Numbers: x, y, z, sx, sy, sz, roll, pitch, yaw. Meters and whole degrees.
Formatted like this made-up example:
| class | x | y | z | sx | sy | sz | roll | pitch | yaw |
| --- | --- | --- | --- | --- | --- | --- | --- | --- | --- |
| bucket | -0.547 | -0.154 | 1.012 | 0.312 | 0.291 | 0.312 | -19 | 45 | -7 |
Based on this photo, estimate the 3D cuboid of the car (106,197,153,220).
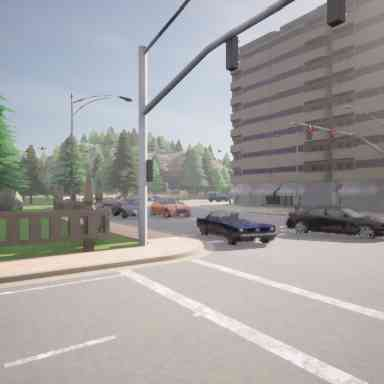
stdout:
| class | x | y | z | sx | sy | sz | roll | pitch | yaw |
| --- | --- | --- | --- | --- | --- | --- | --- | --- | --- |
| car | -5.355 | 1.436 | 27.921 | 2.128 | 1.511 | 4.902 | 0 | 0 | -28 |

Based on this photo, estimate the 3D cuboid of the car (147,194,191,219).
| class | x | y | z | sx | sy | sz | roll | pitch | yaw |
| --- | --- | --- | --- | --- | --- | --- | --- | --- | --- |
| car | -1.905 | 1.297 | 28.908 | 2.097 | 1.767 | 4.553 | 0 | 0 | -30 |

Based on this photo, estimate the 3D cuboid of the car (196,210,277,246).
| class | x | y | z | sx | sy | sz | roll | pitch | yaw |
| --- | --- | --- | --- | --- | --- | --- | --- | --- | --- |
| car | 1.880 | 1.565 | 15.403 | 1.895 | 1.301 | 4.718 | 0 | 1 | -20 |

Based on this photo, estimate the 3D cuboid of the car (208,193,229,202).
| class | x | y | z | sx | sy | sz | roll | pitch | yaw |
| --- | --- | --- | --- | --- | --- | --- | --- | --- | --- |
| car | 5.712 | 1.170 | 71.210 | 2.150 | 2.045 | 5.566 | 0 | 0 | 40 |

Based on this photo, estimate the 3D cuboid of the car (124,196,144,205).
| class | x | y | z | sx | sy | sz | roll | pitch | yaw |
| --- | --- | --- | --- | --- | --- | --- | --- | --- | --- |
| car | -10.640 | 1.467 | 61.271 | 1.882 | 1.535 | 5.008 | 0 | 0 | 14 |

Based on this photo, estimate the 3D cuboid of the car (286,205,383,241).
| class | x | y | z | sx | sy | sz | roll | pitch | yaw |
| --- | --- | --- | --- | --- | --- | --- | --- | --- | --- |
| car | 7.322 | 1.441 | 16.887 | 5.008 | 1.535 | 1.882 | 0 | 1 | 41 |

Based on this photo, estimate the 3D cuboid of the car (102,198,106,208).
| class | x | y | z | sx | sy | sz | roll | pitch | yaw |
| --- | --- | --- | --- | --- | --- | --- | --- | --- | --- |
| car | -11.402 | 1.492 | 45.385 | 2.033 | 1.411 | 5.357 | 0 | 0 | -6 |
